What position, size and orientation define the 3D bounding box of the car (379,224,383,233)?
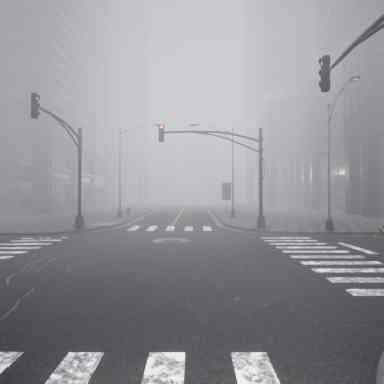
[{"bbox_3d":[11.760,1.564,16.189,4.829,1.417,1.752,0,-1,0],"label":"car"}]
